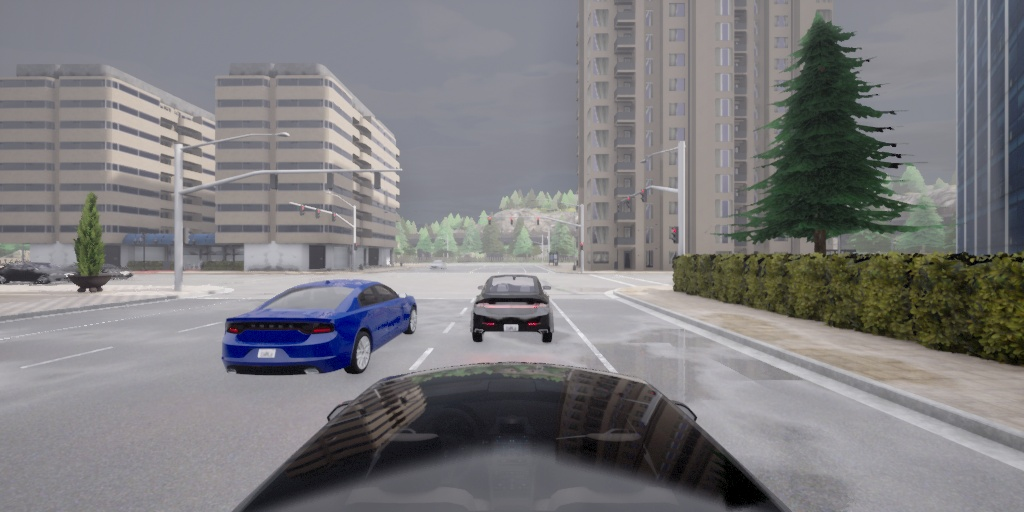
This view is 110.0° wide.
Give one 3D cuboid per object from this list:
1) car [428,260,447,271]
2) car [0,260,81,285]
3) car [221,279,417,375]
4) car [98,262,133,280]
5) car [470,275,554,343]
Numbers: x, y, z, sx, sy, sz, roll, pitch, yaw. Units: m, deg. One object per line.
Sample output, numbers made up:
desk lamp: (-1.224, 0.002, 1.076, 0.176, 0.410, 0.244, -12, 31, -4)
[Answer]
car: (-10.482, 1.328, 50.718, 1.812, 1.442, 4.674, 0, 1, 0)
car: (-33.596, 1.240, 25.454, 4.902, 1.511, 2.128, 0, 0, 1)
car: (-3.449, 1.228, 7.552, 1.882, 1.535, 5.008, 0, 0, 1)
car: (-33.615, 1.241, 28.956, 4.902, 1.511, 2.128, 0, 0, 1)
car: (0.049, 1.241, 9.695, 2.128, 1.511, 4.902, 0, 0, 2)
